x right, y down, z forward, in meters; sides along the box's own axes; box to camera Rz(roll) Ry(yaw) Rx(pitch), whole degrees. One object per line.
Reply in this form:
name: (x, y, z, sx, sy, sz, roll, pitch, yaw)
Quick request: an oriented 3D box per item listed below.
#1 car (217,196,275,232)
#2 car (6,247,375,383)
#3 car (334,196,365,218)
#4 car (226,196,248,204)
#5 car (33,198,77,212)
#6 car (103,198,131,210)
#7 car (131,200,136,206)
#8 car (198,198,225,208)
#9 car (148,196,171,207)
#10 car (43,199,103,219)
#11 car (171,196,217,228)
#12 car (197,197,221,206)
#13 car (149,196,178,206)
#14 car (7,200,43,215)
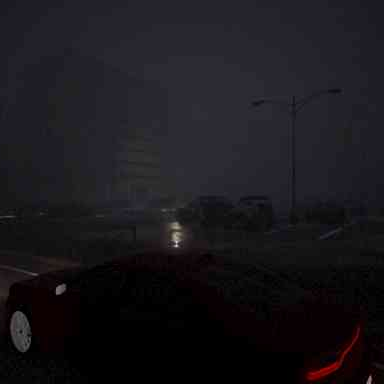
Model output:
car: (3.356, 1.156, 19.032, 1.905, 1.878, 3.866, 0, 0, 34)
car: (-0.486, 1.478, 4.335, 5.008, 1.535, 1.882, 0, 0, 35)
car: (15.380, 1.395, 31.987, 1.970, 1.475, 3.806, 0, 0, 34)
car: (8.581, 1.492, 63.326, 2.128, 1.511, 4.902, 0, 0, 34)
car: (-16.130, 1.526, 39.402, 1.812, 1.442, 4.674, 0, 0, 34)
car: (-10.337, 1.601, 41.775, 1.895, 1.301, 4.718, 0, 0, 34)
car: (-10.469, 1.547, 47.858, 2.033, 1.411, 5.357, 0, 0, 33)
car: (2.926, 1.601, 48.622, 1.895, 1.301, 4.718, 0, 0, 34)
car: (-4.662, 1.492, 50.206, 2.128, 1.511, 4.902, 0, 0, 34)
car: (-10.256, 1.564, 28.955, 1.994, 1.385, 4.181, 0, 0, 34)
car: (0.989, 1.153, 20.698, 1.932, 1.855, 4.605, 0, 0, 34)
car: (2.835, 1.526, 54.749, 1.812, 1.442, 4.674, 0, 0, 34)
car: (-4.761, 1.492, 56.294, 2.128, 1.511, 4.902, 0, 0, 34)
car: (-15.679, 1.547, 33.814, 2.033, 1.411, 5.357, 0, 0, 34)
